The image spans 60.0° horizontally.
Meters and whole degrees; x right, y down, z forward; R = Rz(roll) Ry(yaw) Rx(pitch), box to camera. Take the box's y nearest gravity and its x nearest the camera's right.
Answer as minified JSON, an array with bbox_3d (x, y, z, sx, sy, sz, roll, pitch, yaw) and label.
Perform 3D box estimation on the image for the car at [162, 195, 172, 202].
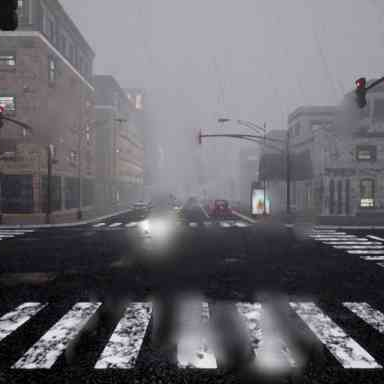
[{"bbox_3d":[-5.771,1.497,77.296,1.967,1.590,4.097,0,0,0],"label":"car"}]

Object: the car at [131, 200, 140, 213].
[{"bbox_3d":[-5.731,1.561,37.420,2.008,1.369,4.403,0,0,0],"label":"car"}]

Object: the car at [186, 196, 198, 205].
[{"bbox_3d":[0.045,1.538,60.288,1.837,1.490,4.892,0,0,0],"label":"car"}]

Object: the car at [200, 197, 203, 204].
[{"bbox_3d":[2.638,1.571,48.834,2.008,1.369,4.403,0,0,0],"label":"car"}]

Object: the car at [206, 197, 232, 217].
[{"bbox_3d":[2.654,1.446,31.744,1.967,1.590,4.097,0,0,0],"label":"car"}]

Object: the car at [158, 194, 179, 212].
[{"bbox_3d":[-3.137,1.234,40.183,2.150,2.045,5.566,0,0,0],"label":"car"}]

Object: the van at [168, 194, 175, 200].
[{"bbox_3d":[-5.788,1.430,94.387,1.690,1.788,3.998,-1,0,0],"label":"van"}]

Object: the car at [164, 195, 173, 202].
[{"bbox_3d":[-5.775,1.592,82.823,1.752,1.417,4.829,-1,0,0],"label":"car"}]

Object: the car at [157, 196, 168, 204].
[{"bbox_3d":[-5.759,1.565,65.734,1.752,1.417,4.829,0,0,0],"label":"car"}]

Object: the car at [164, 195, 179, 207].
[{"bbox_3d":[-3.135,1.375,51.366,2.097,1.767,4.553,0,0,0],"label":"car"}]

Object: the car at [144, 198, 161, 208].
[{"bbox_3d":[-5.742,1.571,48.814,2.008,1.369,4.403,0,0,0],"label":"car"}]

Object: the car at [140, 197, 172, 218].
[{"bbox_3d":[-3.139,1.496,29.946,2.128,1.511,4.902,0,0,-2],"label":"car"}]

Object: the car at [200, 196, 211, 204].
[{"bbox_3d":[2.622,1.591,65.924,2.008,1.369,4.403,-1,0,0],"label":"car"}]

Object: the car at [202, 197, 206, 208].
[{"bbox_3d":[2.644,1.597,43.137,1.802,1.307,4.206,0,0,0],"label":"car"}]

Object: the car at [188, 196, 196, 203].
[{"bbox_3d":[0.013,1.572,70.705,1.812,1.442,4.674,0,0,0],"label":"car"}]
